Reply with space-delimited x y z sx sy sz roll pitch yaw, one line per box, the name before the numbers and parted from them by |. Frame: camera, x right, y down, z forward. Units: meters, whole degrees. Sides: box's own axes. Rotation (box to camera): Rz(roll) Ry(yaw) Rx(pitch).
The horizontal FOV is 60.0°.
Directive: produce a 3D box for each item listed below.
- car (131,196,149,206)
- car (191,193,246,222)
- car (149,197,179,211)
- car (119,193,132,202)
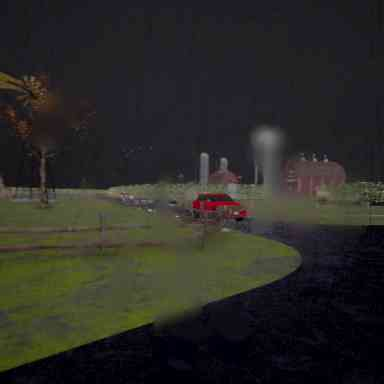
car | -6.892 1.381 47.422 1.895 1.301 4.718 1 0 -21
car | 1.848 1.090 24.981 2.150 2.045 5.566 1 -1 -24
car | -2.851 1.310 36.743 2.128 1.511 4.902 1 0 -21
car | -12.296 0.901 61.959 2.097 1.767 4.553 1 0 -21
